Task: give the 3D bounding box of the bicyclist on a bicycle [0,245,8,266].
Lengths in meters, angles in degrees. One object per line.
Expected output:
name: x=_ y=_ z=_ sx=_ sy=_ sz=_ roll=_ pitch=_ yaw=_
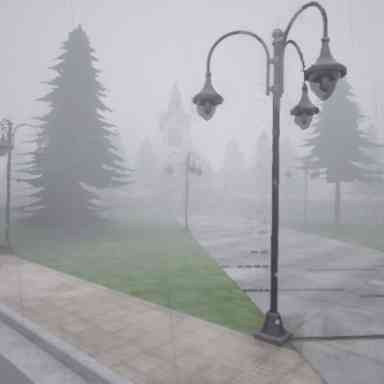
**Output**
bicyclist on a bicycle: x=-5.822 y=1.331 z=8.939 sx=0.582 sy=1.620 sz=1.656 roll=0 pitch=-1 yaw=42
